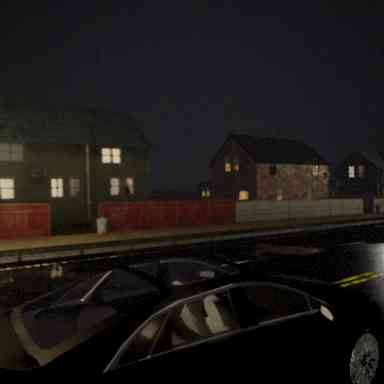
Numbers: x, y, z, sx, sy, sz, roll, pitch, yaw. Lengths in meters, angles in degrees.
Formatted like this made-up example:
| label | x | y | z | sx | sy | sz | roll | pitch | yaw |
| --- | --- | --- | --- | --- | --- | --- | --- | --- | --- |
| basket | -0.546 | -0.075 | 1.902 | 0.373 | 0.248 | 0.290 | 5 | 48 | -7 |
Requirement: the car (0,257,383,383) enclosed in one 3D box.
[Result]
| label | x | y | z | sx | sy | sz | roll | pitch | yaw |
| --- | --- | --- | --- | --- | --- | --- | --- | --- | --- |
| car | 0.207 | 1.494 | 3.586 | 4.902 | 1.511 | 2.128 | 0 | 0 | -35 |
